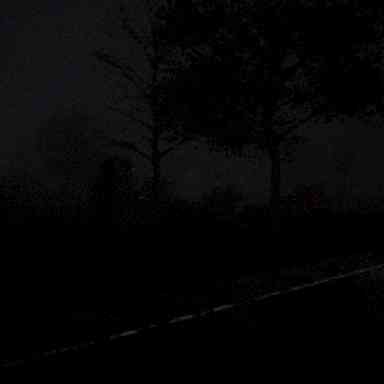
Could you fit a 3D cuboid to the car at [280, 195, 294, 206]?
[{"bbox_3d":[13.791,1.215,45.396,1.837,1.490,4.892,-1,1,-35],"label":"car"}]
